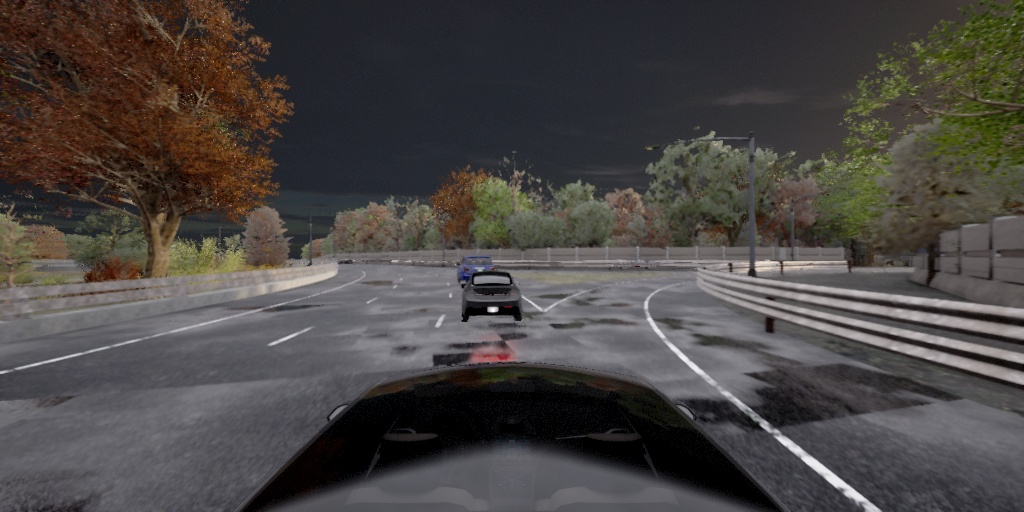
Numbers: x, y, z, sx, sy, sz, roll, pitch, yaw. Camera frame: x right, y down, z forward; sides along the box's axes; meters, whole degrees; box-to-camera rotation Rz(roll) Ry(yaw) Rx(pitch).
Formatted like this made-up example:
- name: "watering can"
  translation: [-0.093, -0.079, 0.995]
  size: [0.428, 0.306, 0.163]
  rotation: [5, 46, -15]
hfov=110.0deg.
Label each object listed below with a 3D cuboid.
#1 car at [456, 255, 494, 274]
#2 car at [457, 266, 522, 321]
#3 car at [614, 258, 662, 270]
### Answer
- name: "car"
  translation: [-2.485, 0.984, 24.162]
  size: [2.150, 2.045, 5.566]
  rotation: [0, 0, -12]
- name: "car"
  translation: [-0.756, 1.259, 12.504]
  size: [1.837, 1.490, 4.892]
  rotation: [0, 0, -5]
- name: "car"
  translation: [15.096, 0.899, 43.155]
  size: [5.357, 1.411, 2.033]
  rotation: [0, 0, 6]
